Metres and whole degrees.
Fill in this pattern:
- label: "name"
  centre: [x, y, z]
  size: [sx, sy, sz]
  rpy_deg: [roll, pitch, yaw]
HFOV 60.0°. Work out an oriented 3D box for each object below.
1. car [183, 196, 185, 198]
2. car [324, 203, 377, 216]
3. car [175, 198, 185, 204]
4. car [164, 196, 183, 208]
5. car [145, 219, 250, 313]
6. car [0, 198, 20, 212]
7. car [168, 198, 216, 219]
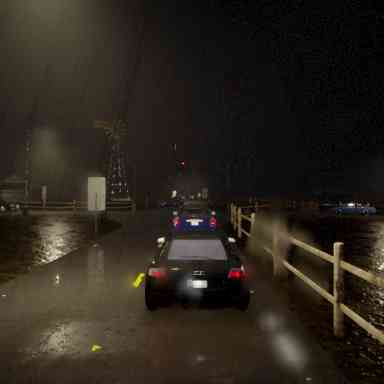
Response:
- label: "car"
  centre: [-2.718, 1.594, 63.720]
  size: [2.097, 1.767, 4.553]
  rpy_deg: [0, 0, 1]
- label: "car"
  centre: [17.898, 1.951, 37.702]
  size: [5.357, 1.411, 2.033]
  rpy_deg: [1, -2, 0]
- label: "car"
  centre: [-2.649, 1.912, 73.930]
  size: [1.895, 1.301, 4.718]
  rpy_deg: [0, 0, 0]
- label: "car"
  centre: [-2.966, 1.635, 50.032]
  size: [1.882, 1.535, 5.008]
  rpy_deg: [0, 0, 3]
- label: "car"
  centre: [0.108, 1.573, 7.785]
  size: [1.994, 1.385, 4.181]
  rpy_deg: [0, 0, 0]
- label: "car"
  centre: [-20.263, 1.292, 34.124]
  size: [4.892, 1.490, 1.837]
  rpy_deg: [1, -2, 0]
- label: "car"
  centre: [0.118, 1.380, 16.428]
  size: [2.097, 1.767, 4.553]
  rpy_deg: [0, 0, 0]
